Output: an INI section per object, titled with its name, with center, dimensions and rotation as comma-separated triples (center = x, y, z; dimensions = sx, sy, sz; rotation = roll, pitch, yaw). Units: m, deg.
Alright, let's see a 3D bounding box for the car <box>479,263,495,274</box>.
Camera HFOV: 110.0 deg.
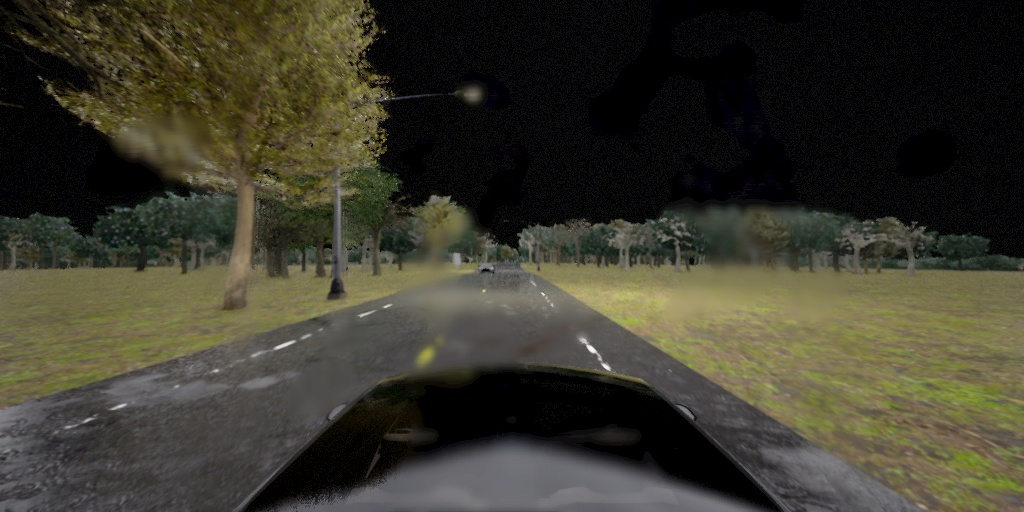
[car]
center = -3.566, 1.720, 51.523
dimensions = 2.097, 1.767, 4.553
rotation = 0, -1, 0
